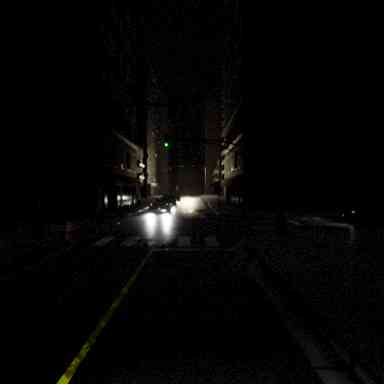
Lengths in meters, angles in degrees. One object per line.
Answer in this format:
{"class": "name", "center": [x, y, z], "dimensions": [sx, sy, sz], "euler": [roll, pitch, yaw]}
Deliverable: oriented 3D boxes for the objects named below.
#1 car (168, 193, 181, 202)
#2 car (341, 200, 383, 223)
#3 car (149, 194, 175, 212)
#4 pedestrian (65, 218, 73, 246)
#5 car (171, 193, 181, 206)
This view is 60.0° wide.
{"class": "car", "center": [-2.867, 0.853, 54.941], "dimensions": [1.812, 1.442, 4.674], "euler": [0, 1, 1]}
{"class": "car", "center": [12.198, 1.238, 21.682], "dimensions": [4.674, 1.442, 1.812], "euler": [0, 1, 0]}
{"class": "car", "center": [-2.983, 1.198, 32.664], "dimensions": [1.895, 1.301, 4.718], "euler": [0, 1, 1]}
{"class": "pedestrian", "center": [-4.799, 1.511, 13.023], "dimensions": [0.500, 1.100, 0.500], "euler": [0, 1, 0]}
{"class": "car", "center": [-2.931, 0.963, 42.983], "dimensions": [2.128, 1.511, 4.902], "euler": [0, 1, 0]}
